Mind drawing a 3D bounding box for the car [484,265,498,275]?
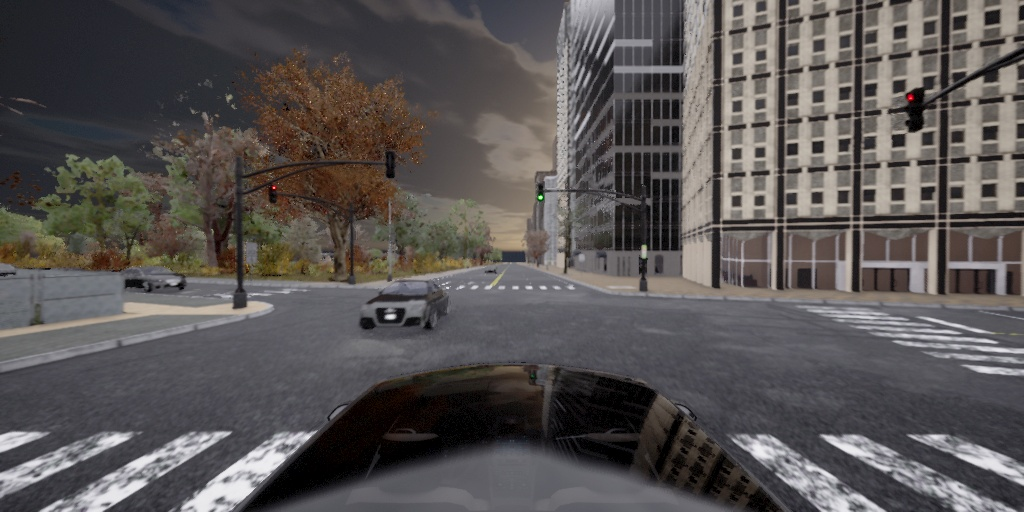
[{"bbox_3d":[-3.197,2.094,54.909,1.837,1.490,4.892,0,0,0],"label":"car"}]

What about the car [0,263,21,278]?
[{"bbox_3d":[-43.794,1.353,30.500,5.008,1.535,1.882,0,1,21],"label":"car"}]

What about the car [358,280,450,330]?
[{"bbox_3d":[-3.242,1.469,11.557,1.994,1.385,4.181,0,-1,0],"label":"car"}]

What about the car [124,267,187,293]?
[{"bbox_3d":[-22.632,1.419,22.456,4.902,1.511,2.128,0,1,21],"label":"car"}]

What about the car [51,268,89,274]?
[{"bbox_3d":[-31.880,1.506,25.965,4.718,1.301,1.895,0,1,21],"label":"car"}]
